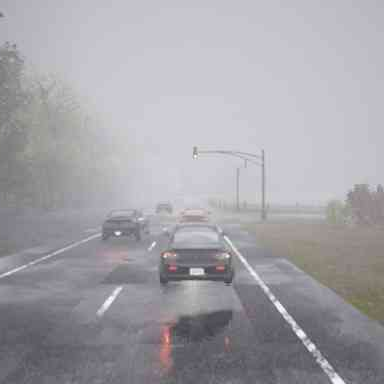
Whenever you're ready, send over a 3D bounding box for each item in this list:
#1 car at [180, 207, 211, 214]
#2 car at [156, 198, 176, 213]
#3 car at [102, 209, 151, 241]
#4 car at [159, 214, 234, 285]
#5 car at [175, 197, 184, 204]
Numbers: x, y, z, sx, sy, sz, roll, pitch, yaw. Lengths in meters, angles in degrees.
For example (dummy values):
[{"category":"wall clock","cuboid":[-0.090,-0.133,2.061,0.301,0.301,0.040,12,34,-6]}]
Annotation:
[{"category":"car","cuboid":[0.208,1.691,21.070,1.812,1.442,4.674,0,0,3]},{"category":"car","cuboid":[-3.369,1.826,41.191,1.837,1.490,4.892,0,0,0]},{"category":"car","cuboid":[-3.387,1.643,17.657,1.837,1.490,4.892,0,-1,0]},{"category":"car","cuboid":[0.109,1.602,9.636,1.812,1.442,4.674,0,0,0]},{"category":"car","cuboid":[-3.439,1.989,83.496,2.097,1.767,4.553,0,0,0]}]
